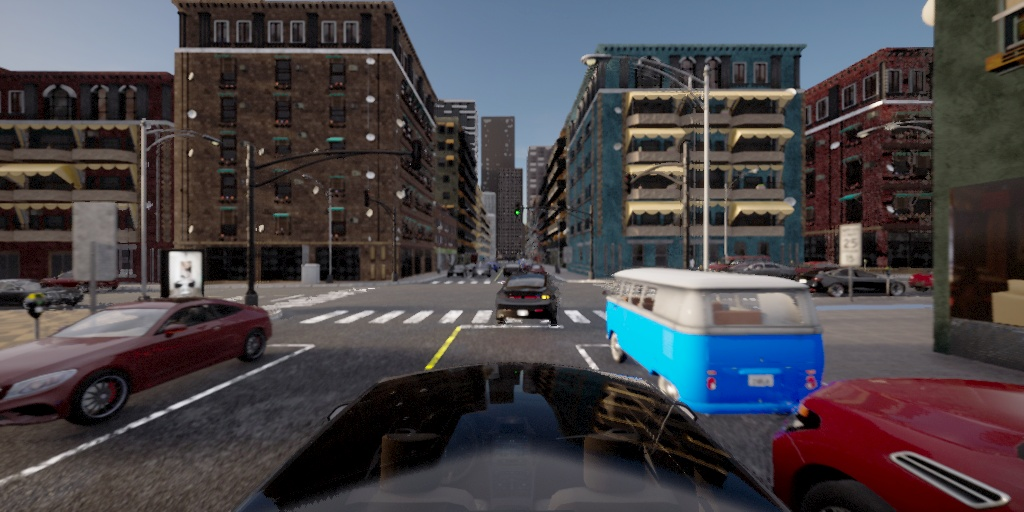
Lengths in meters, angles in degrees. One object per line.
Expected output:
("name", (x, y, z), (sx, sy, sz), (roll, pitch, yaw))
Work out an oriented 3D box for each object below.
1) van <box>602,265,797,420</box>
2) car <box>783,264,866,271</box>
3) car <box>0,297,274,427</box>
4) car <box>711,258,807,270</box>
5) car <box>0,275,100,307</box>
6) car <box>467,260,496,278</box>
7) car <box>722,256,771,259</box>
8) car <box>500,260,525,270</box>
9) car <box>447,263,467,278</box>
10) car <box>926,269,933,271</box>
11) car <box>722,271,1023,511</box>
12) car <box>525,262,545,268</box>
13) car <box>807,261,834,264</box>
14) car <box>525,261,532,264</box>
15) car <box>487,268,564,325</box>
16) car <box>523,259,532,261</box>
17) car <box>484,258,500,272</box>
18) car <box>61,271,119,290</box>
("van", (2.686, 1.116, 5.713), (1.690, 1.789, 3.998), (0, 0, 0))
("car", (15.776, 1.193, 16.904), (4.313, 1.339, 1.948), (0, 0, 0))
("car", (-5.695, 1.357, 5.704), (1.802, 1.307, 4.207), (0, 0, 0))
("car", (15.160, 1.117, 22.690), (4.902, 1.511, 2.128), (-1, 0, 0))
("car", (-22.410, 1.730, 16.450), (4.403, 1.370, 2.007), (0, 0, 0))
("car", (-3.133, 1.470, 37.640), (2.128, 1.511, 4.902), (0, 0, 0))
("car", (15.745, 0.930, 25.284), (5.009, 1.841, 2.192), (0, 0, 0))
("car", (0.059, 1.447, 36.125), (1.882, 1.535, 5.008), (0, 0, 0))
("car", (-5.735, 1.548, 38.108), (1.948, 1.339, 4.313), (0, 0, 0))
("car", (21.346, 1.129, 16.951), (4.207, 1.307, 1.802), (0, 0, 0))
("car", (2.693, 1.055, 0.185), (2.192, 1.841, 5.009), (0, 0, 0))
("car", (2.646, 1.564, 38.106), (1.802, 1.307, 4.207), (0, 0, 0))
("car", (21.315, 1.080, 25.332), (4.507, 1.381, 1.888), (0, 0, 0))
("car", (2.639, 1.585, 43.630), (1.948, 1.339, 4.313), (0, 0, 0))
("car", (0.691, 1.321, 12.276), (1.837, 1.490, 4.892), (-1, 0, 9))
("car", (2.625, 1.640, 54.676), (1.888, 1.381, 4.507), (0, 0, 0))
("car", (-3.136, 1.293, 51.042), (2.150, 2.045, 5.566), (0, -1, 0))
("car", (-30.288, 1.720, 25.022), (4.097, 1.591, 1.967), (0, 0, 0))
